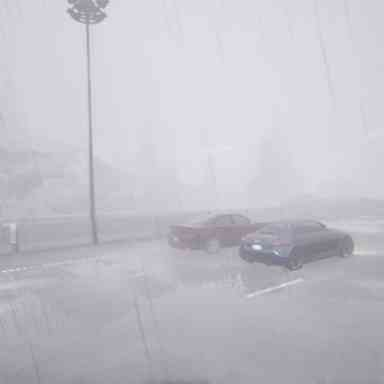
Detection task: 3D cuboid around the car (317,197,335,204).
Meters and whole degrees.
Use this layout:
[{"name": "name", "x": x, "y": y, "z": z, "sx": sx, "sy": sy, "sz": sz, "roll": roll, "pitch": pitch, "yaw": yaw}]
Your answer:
[{"name": "car", "x": 17.809, "y": 1.371, "z": 40.421, "sx": 4.181, "sy": 1.385, "sz": 1.994, "roll": -1, "pitch": -1, "yaw": -26}]

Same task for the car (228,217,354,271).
[{"name": "car", "x": 3.514, "y": 1.557, "z": 10.987, "sx": 4.181, "sy": 1.385, "sz": 1.994, "roll": -1, "pitch": -1, "yaw": -37}]

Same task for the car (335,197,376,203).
[{"name": "car", "x": 18.610, "y": 1.282, "z": 36.904, "sx": 4.674, "sy": 1.442, "sz": 1.812, "roll": -1, "pitch": -1, "yaw": -26}]

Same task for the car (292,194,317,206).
[{"name": "car", "x": 15.970, "y": 1.361, "z": 43.413, "sx": 5.008, "sy": 1.535, "sz": 1.882, "roll": -1, "pitch": -1, "yaw": -26}]

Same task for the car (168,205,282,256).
[{"name": "car", "x": 1.367, "y": 1.554, "z": 13.759, "sx": 5.008, "sy": 1.535, "sz": 1.882, "roll": -1, "pitch": -1, "yaw": -37}]

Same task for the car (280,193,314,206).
[{"name": "car", "x": 14.972, "y": 1.165, "z": 46.830, "sx": 5.566, "sy": 2.045, "sz": 2.150, "roll": -1, "pitch": -1, "yaw": -26}]
